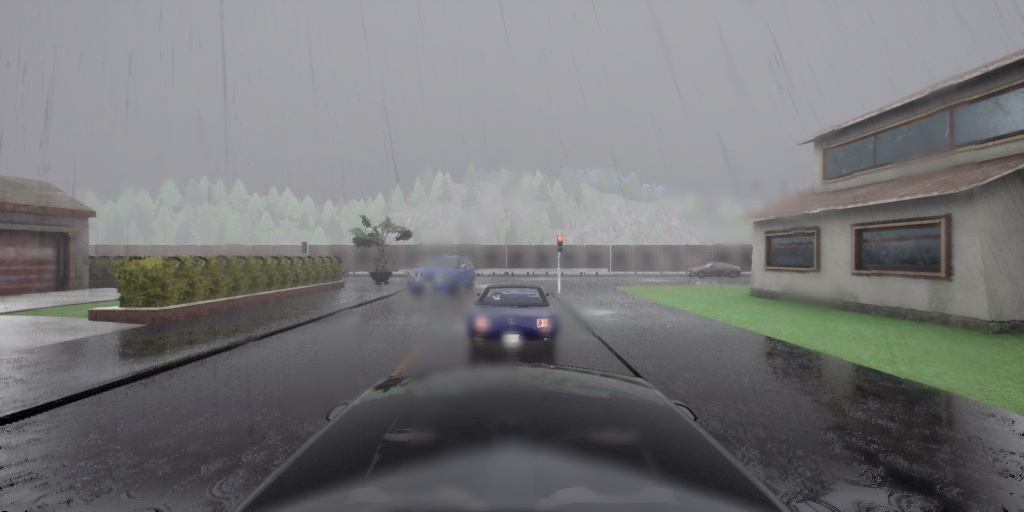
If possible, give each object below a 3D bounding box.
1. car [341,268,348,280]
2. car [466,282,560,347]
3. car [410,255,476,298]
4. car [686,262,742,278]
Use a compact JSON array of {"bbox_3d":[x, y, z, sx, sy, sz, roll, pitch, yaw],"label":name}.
[{"bbox_3d":[-15.807,1.228,28.800,5.008,1.535,1.882,0,0,0],"label":"car"},{"bbox_3d":[0.042,1.351,9.295,1.895,1.301,4.718,0,0,1],"label":"car"},{"bbox_3d":[-3.435,0.971,19.017,2.150,2.045,5.566,0,0,7],"label":"car"},{"bbox_3d":[18.535,1.276,33.017,4.674,1.442,1.812,0,0,0],"label":"car"}]
